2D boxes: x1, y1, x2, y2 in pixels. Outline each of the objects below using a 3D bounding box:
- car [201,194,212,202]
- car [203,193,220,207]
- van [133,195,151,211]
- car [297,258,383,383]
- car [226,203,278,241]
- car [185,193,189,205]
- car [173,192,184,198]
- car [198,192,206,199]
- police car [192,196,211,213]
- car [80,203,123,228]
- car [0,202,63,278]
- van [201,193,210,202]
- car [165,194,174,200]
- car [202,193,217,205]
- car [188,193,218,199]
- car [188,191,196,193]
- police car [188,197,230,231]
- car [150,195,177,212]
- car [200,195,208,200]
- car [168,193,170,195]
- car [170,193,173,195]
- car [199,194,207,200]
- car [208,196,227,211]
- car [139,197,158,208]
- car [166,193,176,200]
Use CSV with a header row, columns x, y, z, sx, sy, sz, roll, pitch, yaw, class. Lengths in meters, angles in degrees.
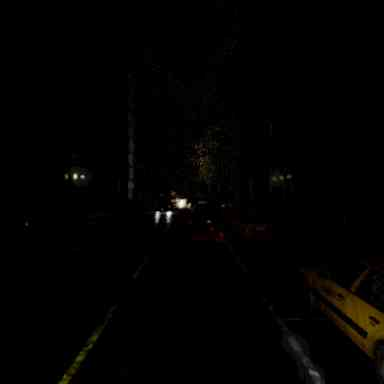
x,y,z,sx,sy,sz,roll,pitch,yaw,class
2.891,1.222,66.560,1.967,1.590,4.097,0,0,0,car
2.882,1.131,49.642,2.192,1.841,5.009,0,0,0,car
-5.647,1.187,38.382,1.690,1.788,3.998,0,0,0,van
2.863,1.507,4.696,1.752,1.417,4.829,0,0,0,car
2.874,1.459,16.008,1.752,1.417,4.829,0,0,1,car
0.028,1.334,53.454,1.812,1.442,4.674,0,0,0,car
-2.961,0.727,79.154,2.097,1.767,4.553,0,0,0,car
2.903,1.068,94.758,2.192,1.841,5.009,0,0,0,car
0.918,1.278,36.230,1.930,1.638,5.238,0,0,0,police car
-5.656,1.437,21.258,1.752,1.417,4.829,0,0,1,car
-5.661,1.275,10.189,2.192,1.841,5.009,0,0,0,car
2.893,1.112,72.200,1.690,1.788,3.998,0,0,0,van
-5.628,1.280,83.324,1.752,1.417,4.829,0,0,0,car
2.885,1.119,55.281,2.192,1.841,5.009,0,0,0,car
0.914,1.225,30.090,2.097,1.767,4.553,0,0,0,car
0.033,0.870,69.028,2.150,2.045,5.566,0,0,0,car
0.910,1.340,20.229,1.930,1.638,5.238,0,0,0,police car
-3.080,1.397,37.201,2.033,1.411,5.357,0,0,0,car
2.898,1.336,83.480,1.802,1.307,4.206,0,0,0,car
-5.638,1.338,60.938,1.887,1.381,4.507,0,0,0,car
-5.632,1.353,72.217,1.802,1.307,4.206,0,0,0,car
2.900,1.318,89.117,1.947,1.339,4.313,0,0,0,car
2.878,1.286,38.363,1.967,1.590,4.097,0,0,0,car
-5.645,1.395,44.021,1.947,1.339,4.313,0,0,0,car
-5.626,1.068,89.131,2.192,1.841,5.009,0,0,0,car
